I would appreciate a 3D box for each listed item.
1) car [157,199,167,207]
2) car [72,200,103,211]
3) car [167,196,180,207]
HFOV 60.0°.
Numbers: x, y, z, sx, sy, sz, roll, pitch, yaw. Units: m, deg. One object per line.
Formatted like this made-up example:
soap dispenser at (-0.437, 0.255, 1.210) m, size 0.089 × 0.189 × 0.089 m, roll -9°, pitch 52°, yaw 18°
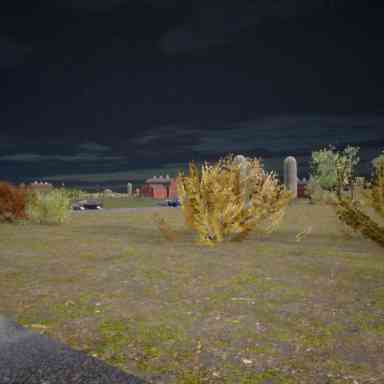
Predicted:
car at (-4.566, 2.094, 62.606) m, size 1.837 × 1.490 × 4.892 m, roll -1°, pitch -2°, yaw 36°
car at (-15.141, 1.895, 48.008) m, size 1.837 × 1.490 × 4.892 m, roll -1°, pitch -1°, yaw 36°
car at (-1.455, 1.753, 60.813) m, size 2.150 × 2.045 × 5.566 m, roll -1°, pitch -1°, yaw 36°
